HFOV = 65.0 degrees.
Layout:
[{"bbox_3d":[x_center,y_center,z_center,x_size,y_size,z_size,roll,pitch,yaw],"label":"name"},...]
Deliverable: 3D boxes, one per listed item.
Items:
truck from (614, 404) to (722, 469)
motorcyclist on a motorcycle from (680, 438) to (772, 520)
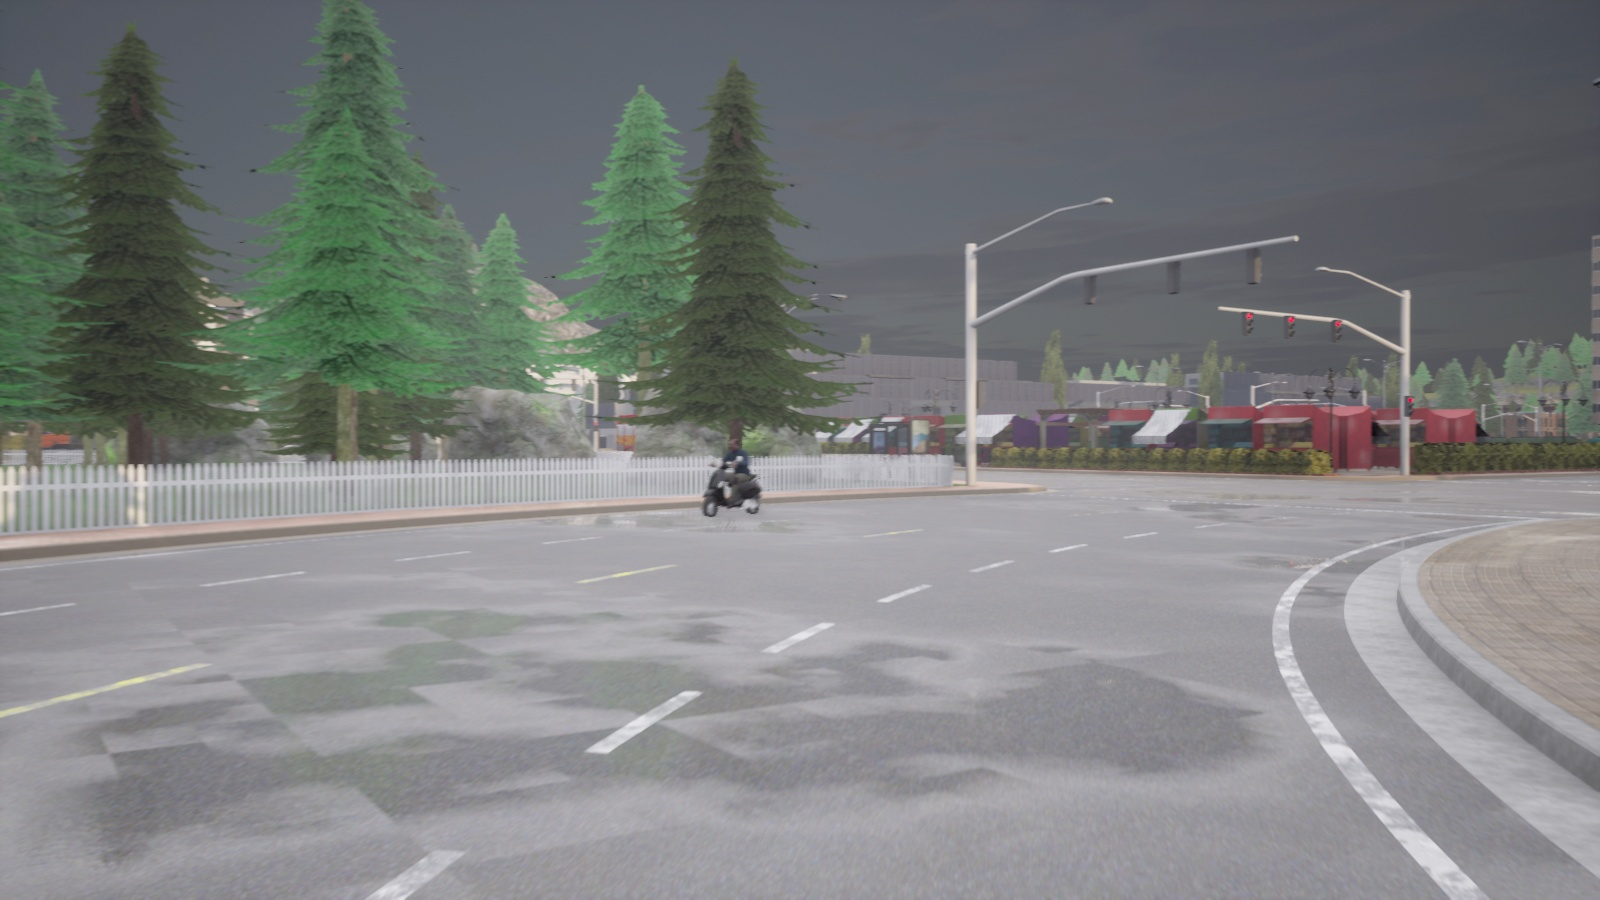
[{"bbox_3d":[-8.389,-0.825,78.793,2.891,3.827,8.468,0,0,-36],"label":"truck"},{"bbox_3d":[-1.478,0.553,25.400,0.866,1.590,1.817,1,1,37],"label":"motorcyclist on a motorcycle"}]
